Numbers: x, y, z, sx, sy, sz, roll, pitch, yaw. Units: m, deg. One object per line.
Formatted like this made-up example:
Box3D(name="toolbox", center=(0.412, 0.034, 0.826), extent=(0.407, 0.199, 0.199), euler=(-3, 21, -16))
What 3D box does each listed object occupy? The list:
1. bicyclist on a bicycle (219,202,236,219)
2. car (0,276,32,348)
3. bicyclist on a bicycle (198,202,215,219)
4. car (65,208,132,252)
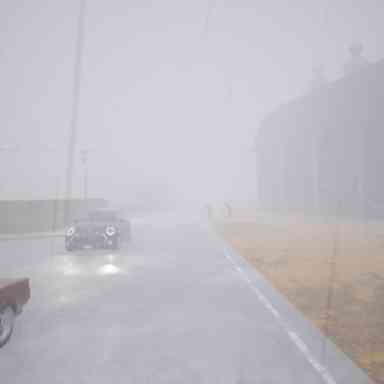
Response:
Box3D(name="bicyclist on a bicycle", center=(3.367, 1.790, 32.004), extent=(1.656, 1.620, 0.582), euler=(-1, -1, 6))
Box3D(name="car", center=(-3.698, 1.697, 3.647), extent=(1.895, 1.301, 4.718), euler=(-1, -1, -2))
Box3D(name="bicyclist on a bicycle", center=(1.424, 1.833, 32.610), extent=(1.656, 1.620, 0.582), euler=(-1, -1, 7))
Box3D(name="car", center=(-4.092, 1.577, 15.158), extent=(2.097, 1.767, 4.553), euler=(-1, -1, -1))
